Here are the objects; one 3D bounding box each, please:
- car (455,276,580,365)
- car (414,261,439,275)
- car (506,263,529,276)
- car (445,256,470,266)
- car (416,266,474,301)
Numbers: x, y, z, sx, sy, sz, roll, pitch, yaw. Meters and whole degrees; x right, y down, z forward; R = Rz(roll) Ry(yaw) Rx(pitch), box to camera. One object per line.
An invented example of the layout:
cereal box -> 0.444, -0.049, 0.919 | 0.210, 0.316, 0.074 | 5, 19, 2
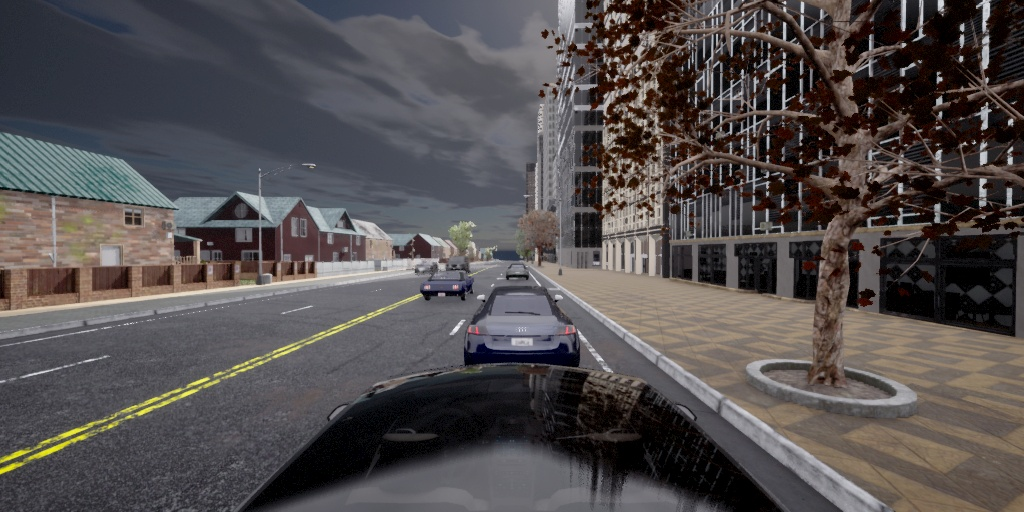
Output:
car -> 0.174, 1.314, 7.618 | 1.994, 1.385, 4.181 | 0, 0, 0
car -> -9.359, 1.282, 39.646 | 2.128, 1.511, 4.902 | 0, 0, 1
car -> 0.478, 1.338, 31.713 | 1.994, 1.385, 4.181 | 0, 0, 1
car -> -6.097, 1.014, 40.763 | 2.150, 2.045, 5.566 | 0, 0, 1
car -> -2.954, 1.355, 17.436 | 1.895, 1.301, 4.718 | 0, 0, 1
